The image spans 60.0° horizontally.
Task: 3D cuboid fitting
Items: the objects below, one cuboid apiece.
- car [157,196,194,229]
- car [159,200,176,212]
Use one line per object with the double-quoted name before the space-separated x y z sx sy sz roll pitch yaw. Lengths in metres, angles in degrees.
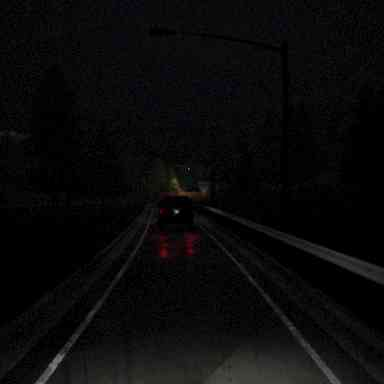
"car" -1.133 1.285 22.242 2.150 2.045 5.566 0 0 -5
"car" -3.075 1.685 41.523 1.994 1.385 4.181 0 0 -6
